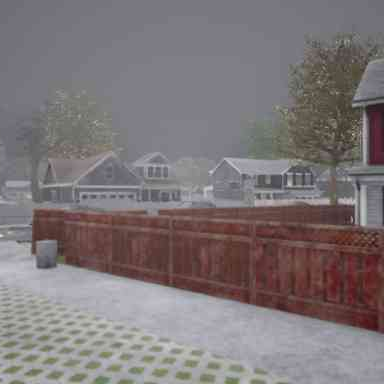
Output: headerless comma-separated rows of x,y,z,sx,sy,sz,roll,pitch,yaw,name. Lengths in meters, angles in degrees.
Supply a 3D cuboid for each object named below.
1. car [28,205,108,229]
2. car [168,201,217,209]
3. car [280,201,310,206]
-7.459,1.580,20.674,4.892,1.490,1.837,0,0,-37,car
-0.058,1.474,26.049,4.553,1.767,2.097,0,0,-35,car
10.042,1.688,32.906,4.892,1.490,1.837,0,0,-33,car
